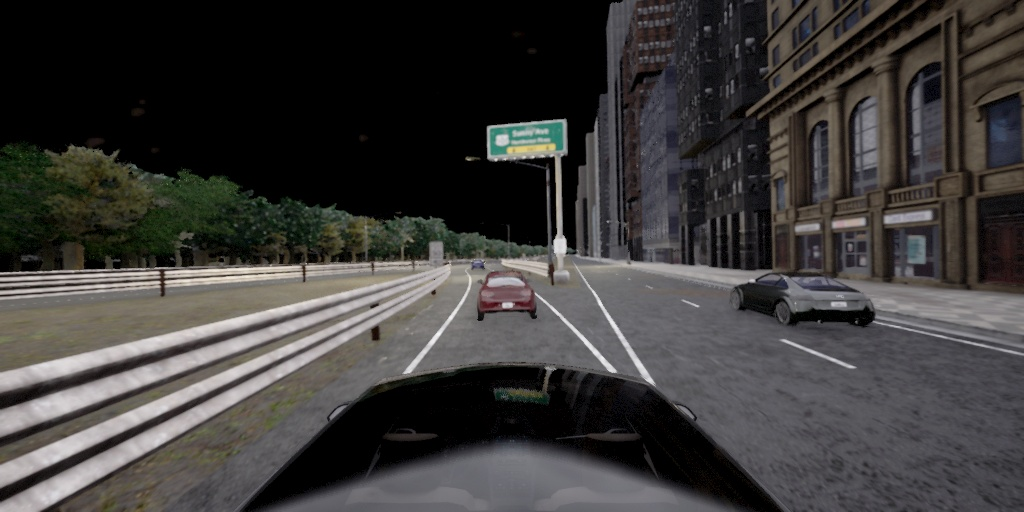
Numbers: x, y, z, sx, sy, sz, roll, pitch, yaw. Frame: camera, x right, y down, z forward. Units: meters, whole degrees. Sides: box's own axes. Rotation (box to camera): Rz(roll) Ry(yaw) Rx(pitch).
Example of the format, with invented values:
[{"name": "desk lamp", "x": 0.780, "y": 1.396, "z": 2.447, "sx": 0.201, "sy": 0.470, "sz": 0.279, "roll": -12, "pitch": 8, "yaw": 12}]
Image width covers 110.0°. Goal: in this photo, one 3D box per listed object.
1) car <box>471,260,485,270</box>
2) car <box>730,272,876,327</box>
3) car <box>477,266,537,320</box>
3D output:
[{"name": "car", "x": -5.014, "y": 1.309, "z": 52.741, "sx": 1.812, "sy": 1.442, "sz": 4.674, "roll": -1, "pitch": 0, "yaw": -6}, {"name": "car", "x": 8.386, "y": 1.160, "z": 10.834, "sx": 1.994, "sy": 1.385, "sz": 4.181, "roll": -1, "pitch": 0, "yaw": 9}, {"name": "car", "x": -0.233, "y": 1.228, "z": 12.464, "sx": 1.812, "sy": 1.442, "sz": 4.674, "roll": -1, "pitch": 0, "yaw": -3}]
